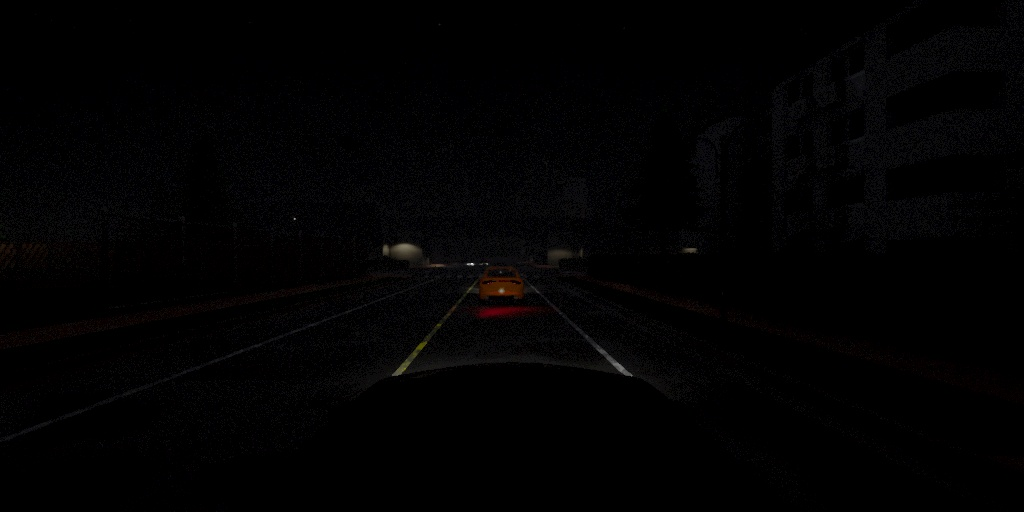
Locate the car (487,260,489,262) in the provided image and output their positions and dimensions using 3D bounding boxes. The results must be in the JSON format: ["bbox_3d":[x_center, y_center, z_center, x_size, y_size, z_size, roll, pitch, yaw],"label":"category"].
[{"bbox_3d":[-0.986,1.291,31.542,1.994,1.385,4.181,0,0,-2],"label":"car"}]

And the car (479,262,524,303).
[{"bbox_3d":[-0.491,1.218,16.550,1.882,1.535,5.008,0,0,-2],"label":"car"}]
